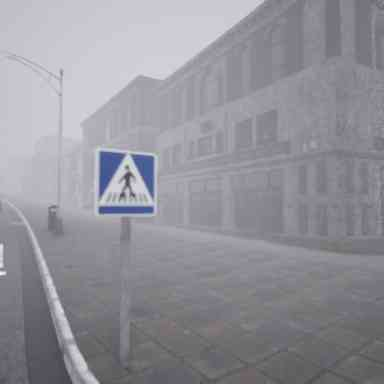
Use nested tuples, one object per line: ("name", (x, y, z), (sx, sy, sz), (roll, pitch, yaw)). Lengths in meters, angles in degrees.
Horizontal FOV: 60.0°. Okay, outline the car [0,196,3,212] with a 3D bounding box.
("car", (-16.325, 0.723, 26.588), (1.882, 1.535, 5.008), (2, 1, -31))
